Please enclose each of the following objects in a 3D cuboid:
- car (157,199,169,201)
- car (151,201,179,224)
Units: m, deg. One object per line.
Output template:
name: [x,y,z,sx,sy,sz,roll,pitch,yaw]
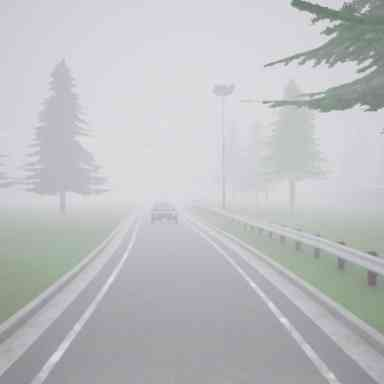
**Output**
car: [-3.822,1.543,43.607,1.895,1.301,4.718,0,0,-3]
car: [-2.082,1.568,24.531,1.895,1.301,4.718,0,0,-7]
